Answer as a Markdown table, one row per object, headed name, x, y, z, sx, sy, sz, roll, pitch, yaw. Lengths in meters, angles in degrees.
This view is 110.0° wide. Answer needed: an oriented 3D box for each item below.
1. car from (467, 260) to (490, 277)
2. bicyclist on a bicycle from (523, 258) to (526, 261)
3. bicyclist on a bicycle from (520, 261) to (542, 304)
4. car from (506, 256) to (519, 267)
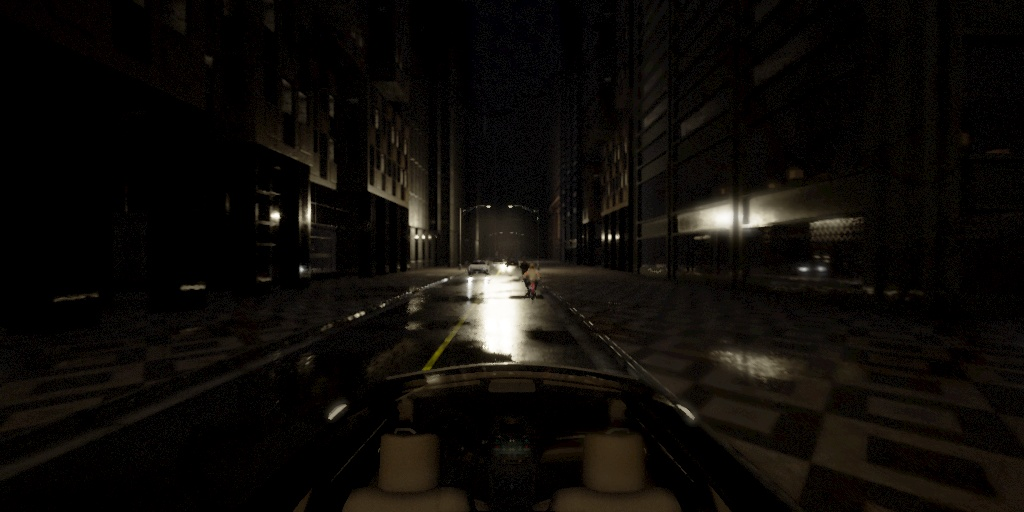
| name | x | y | z | sx | sy | sz | roll | pitch | yaw |
| --- | --- | --- | --- | --- | --- | --- | --- | --- | --- |
| car | -3.094 | 1.156 | 34.138 | 1.812 | 1.442 | 4.674 | 0 | 0 | 0 |
| bicyclist on a bicycle | 0.827 | 1.038 | 24.070 | 0.659 | 1.776 | 1.843 | 0 | 0 | 0 |
| bicyclist on a bicycle | 0.838 | 1.137 | 15.084 | 0.866 | 1.612 | 1.509 | 0 | 0 | 0 |
| car | 0.084 | 1.015 | 57.515 | 1.882 | 1.535 | 5.008 | 0 | 0 | 0 |
